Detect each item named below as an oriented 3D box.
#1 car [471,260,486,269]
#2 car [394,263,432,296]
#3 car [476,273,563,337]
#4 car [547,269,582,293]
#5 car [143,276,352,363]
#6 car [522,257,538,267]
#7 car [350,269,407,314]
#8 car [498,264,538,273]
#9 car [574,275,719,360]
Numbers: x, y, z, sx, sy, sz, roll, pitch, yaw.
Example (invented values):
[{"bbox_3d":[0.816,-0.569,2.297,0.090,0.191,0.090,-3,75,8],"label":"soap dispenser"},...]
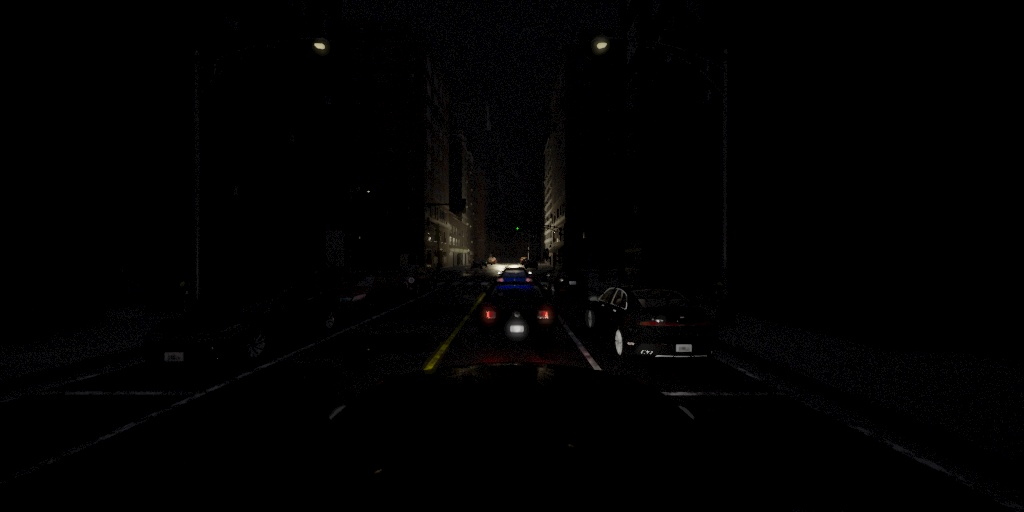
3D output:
[{"bbox_3d":[-5.491,1.379,56.285,1.802,1.307,4.207,0,0,0],"label":"car"},{"bbox_3d":[-5.623,1.194,19.183,1.967,1.591,4.097,0,0,0],"label":"car"},{"bbox_3d":[0.118,1.352,10.288,1.895,1.301,4.718,0,0,0],"label":"car"},{"bbox_3d":[2.902,1.320,19.161,1.948,1.339,4.313,0,0,0],"label":"car"},{"bbox_3d":[-5.652,1.317,8.181,1.948,1.339,4.313,0,0,0],"label":"car"},{"bbox_3d":[3.034,1.236,56.249,1.967,1.591,4.097,0,0,0],"label":"car"},{"bbox_3d":[-5.638,1.334,13.682,1.802,1.307,4.207,0,0,0],"label":"car"},{"bbox_3d":[0.145,1.319,19.626,1.994,1.385,4.181,0,0,0],"label":"car"},{"bbox_3d":[2.873,1.301,8.158,2.007,1.370,4.403,0,0,0],"label":"car"}]
